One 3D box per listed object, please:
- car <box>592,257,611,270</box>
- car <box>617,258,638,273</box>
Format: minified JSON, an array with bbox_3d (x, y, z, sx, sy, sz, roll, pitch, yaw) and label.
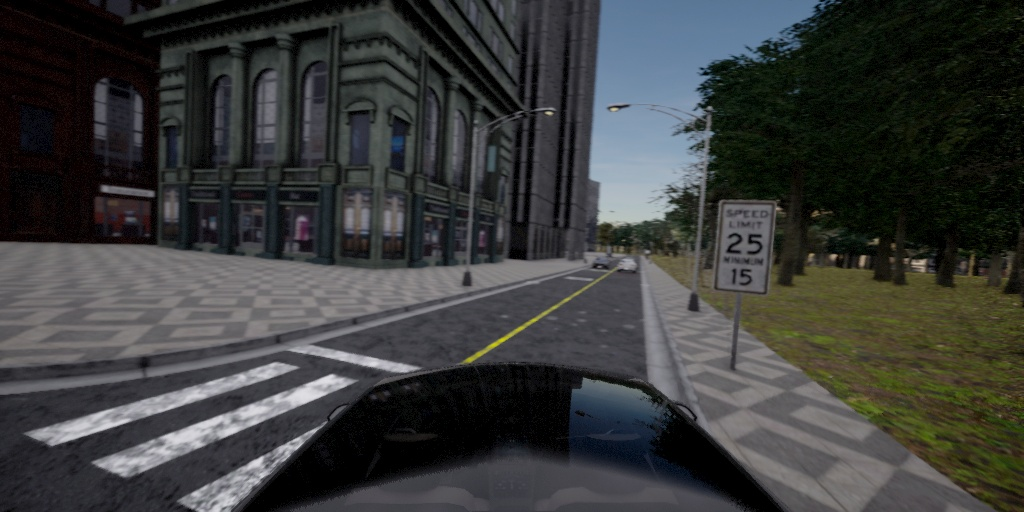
[{"bbox_3d":[11.031,0.831,43.901,2.033,1.411,5.357,4,2,20],"label":"car"},{"bbox_3d":[12.728,1.060,39.570,1.812,1.442,4.674,4,2,20],"label":"car"}]
